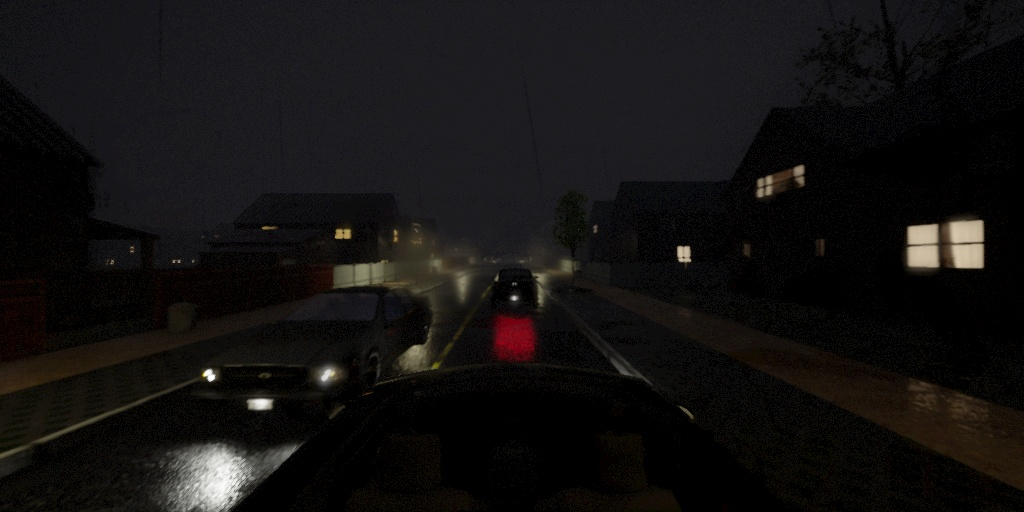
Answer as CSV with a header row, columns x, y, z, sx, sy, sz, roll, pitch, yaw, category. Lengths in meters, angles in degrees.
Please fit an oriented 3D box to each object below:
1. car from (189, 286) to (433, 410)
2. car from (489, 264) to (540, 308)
x,y,z,sx,sy,sz,roll,pitch,yaw,category
-2.848,1.289,6.721,2.033,1.411,5.357,0,0,0,car
0.102,1.231,15.058,1.837,1.490,4.892,0,0,0,car
